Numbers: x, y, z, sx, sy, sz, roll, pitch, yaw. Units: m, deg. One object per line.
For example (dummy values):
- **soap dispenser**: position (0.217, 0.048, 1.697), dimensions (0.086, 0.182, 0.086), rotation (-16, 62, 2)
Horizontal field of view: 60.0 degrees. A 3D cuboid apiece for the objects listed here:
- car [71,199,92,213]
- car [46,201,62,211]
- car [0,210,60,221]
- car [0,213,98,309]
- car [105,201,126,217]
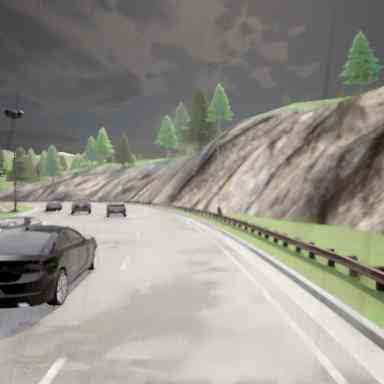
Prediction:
- **car**: position (-12.645, 1.541, 38.193), dimensions (2.097, 1.767, 4.553), rotation (-1, 0, -17)
- **car**: position (-18.683, 1.844, 45.071), dimensions (1.994, 1.385, 4.181), rotation (-1, 0, -21)
- **car**: position (-7.688, 1.716, 14.873), dimensions (1.895, 1.301, 4.718), rotation (-1, 0, -7)
- **car**: position (-3.651, 1.532, 8.111), dimensions (1.882, 1.535, 5.008), rotation (-1, 0, -3)
- **car**: position (-7.656, 1.606, 33.467), dimensions (2.128, 1.511, 4.902), rotation (-1, 0, -15)
